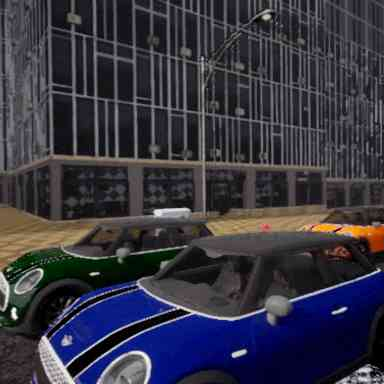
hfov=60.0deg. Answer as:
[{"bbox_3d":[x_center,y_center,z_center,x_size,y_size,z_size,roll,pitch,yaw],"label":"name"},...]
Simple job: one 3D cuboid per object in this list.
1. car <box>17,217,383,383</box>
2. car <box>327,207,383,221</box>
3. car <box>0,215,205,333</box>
[{"bbox_3d":[0.579,1.347,4.089,4.553,1.767,2.097,0,0,-35],"label":"car"},{"bbox_3d":[5.703,1.342,11.710,4.553,1.767,2.097,0,0,-35],"label":"car"},{"bbox_3d":[-1.360,1.347,6.736,4.553,1.767,2.097,0,0,-34],"label":"car"}]
